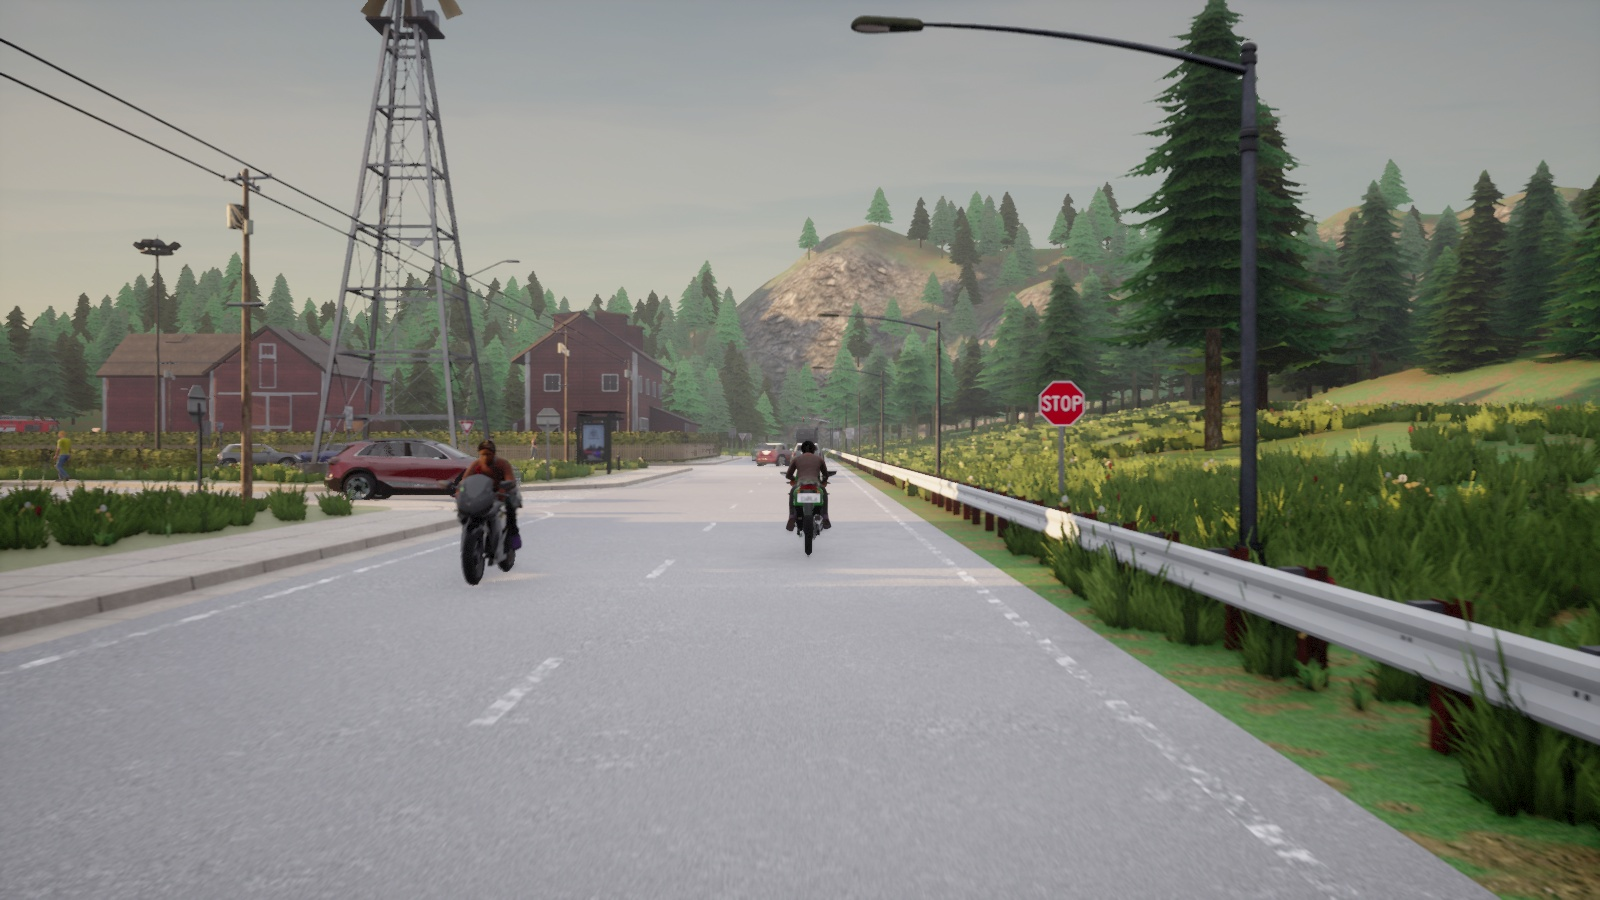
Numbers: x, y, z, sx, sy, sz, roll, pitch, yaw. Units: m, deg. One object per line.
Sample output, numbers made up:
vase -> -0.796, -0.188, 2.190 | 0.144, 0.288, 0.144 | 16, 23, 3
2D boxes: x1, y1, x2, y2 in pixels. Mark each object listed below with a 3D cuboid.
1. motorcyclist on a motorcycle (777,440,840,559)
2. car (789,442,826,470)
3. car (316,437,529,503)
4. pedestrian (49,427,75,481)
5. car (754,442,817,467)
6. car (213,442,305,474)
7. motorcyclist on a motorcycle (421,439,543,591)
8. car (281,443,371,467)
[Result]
motorcyclist on a motorcycle -> 0.113, 0.632, 17.103 | 0.797, 1.523, 2.044 | 0, 0, 0
car -> 0.402, 0.328, 68.212 | 1.970, 1.475, 3.806 | 0, 0, 1
car -> -9.599, 0.487, 32.220 | 4.856, 1.649, 2.033 | 0, 0, -1
pedestrian -> -25.626, 0.135, 43.633 | 0.706, 1.836, 0.354 | 0, 0, 7
car -> -0.885, 0.265, 79.102 | 1.970, 1.475, 3.806 | 0, 0, 40
car -> -25.976, 0.351, 60.334 | 3.806, 1.475, 1.970 | 0, 0, -31
motorcyclist on a motorcycle -> -3.407, 0.649, 13.650 | 0.797, 1.523, 2.044 | 0, 0, 0
car -> -29.601, 0.280, 78.513 | 4.792, 1.488, 2.163 | 0, 0, 0
